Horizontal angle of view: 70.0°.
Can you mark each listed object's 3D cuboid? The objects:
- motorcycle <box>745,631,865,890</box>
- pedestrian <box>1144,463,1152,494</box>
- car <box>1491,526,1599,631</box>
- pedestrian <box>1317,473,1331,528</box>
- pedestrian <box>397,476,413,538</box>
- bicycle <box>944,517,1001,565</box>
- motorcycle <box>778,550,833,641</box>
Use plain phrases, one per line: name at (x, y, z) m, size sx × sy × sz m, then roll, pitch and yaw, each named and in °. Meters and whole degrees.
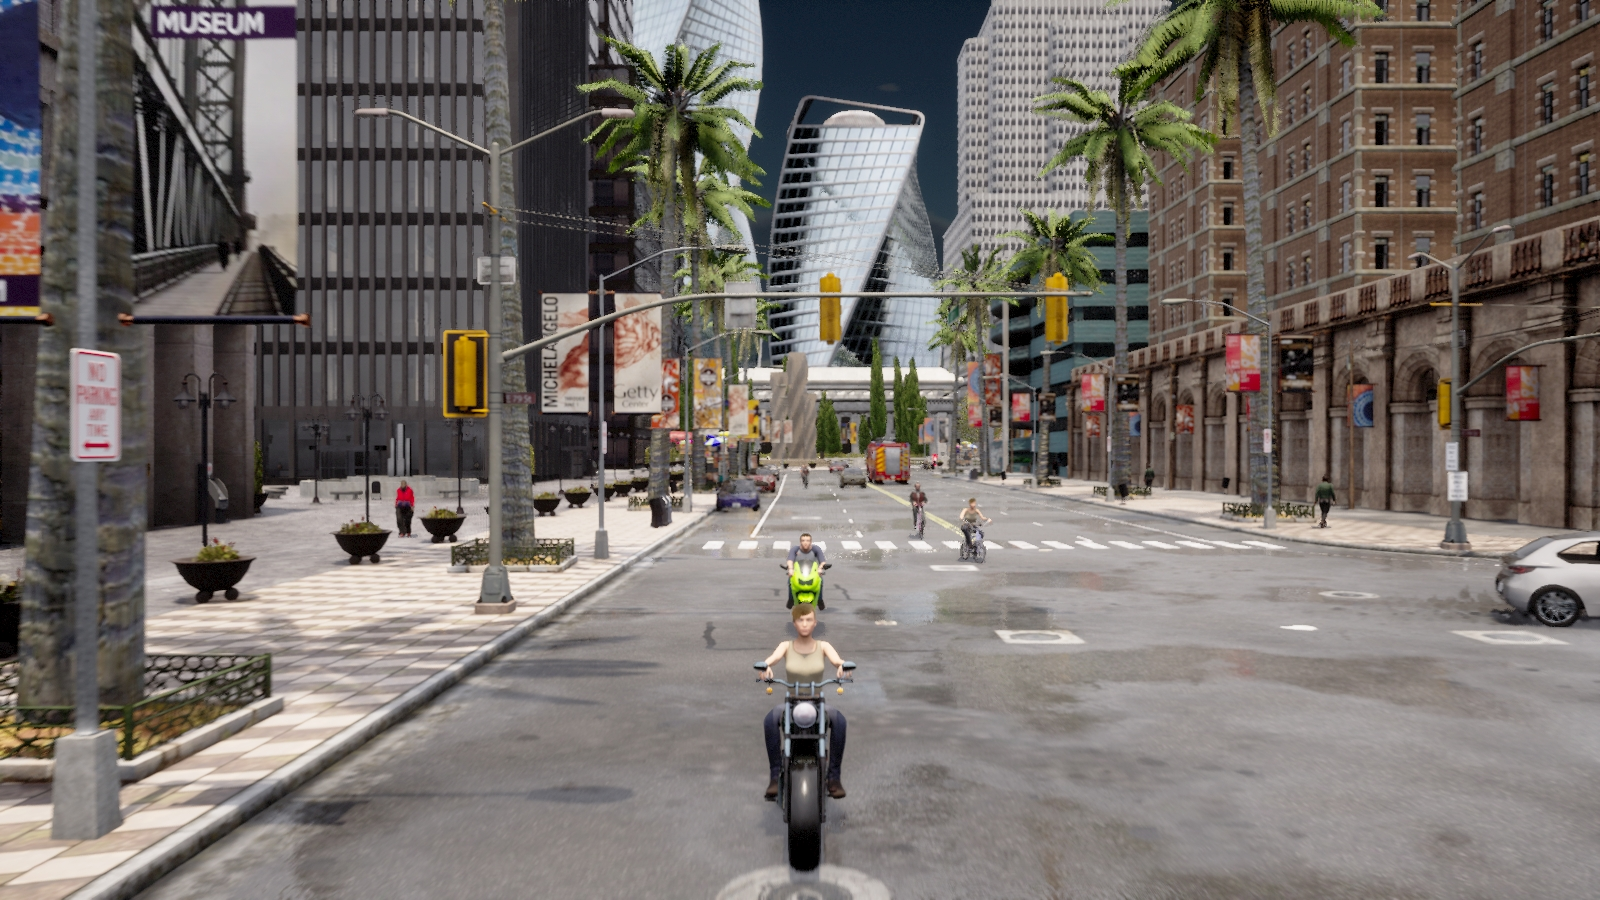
motorcycle at (0.038, 2.170, 8.485) m, size 0.764 × 1.277 × 2.356 m, roll 0°, pitch 0°, yaw 0°
pedestrian at (20.647, 1.699, 67.729) m, size 0.375 × 1.860 × 0.375 m, roll 0°, pitch 0°, yaw 0°
car at (13.535, 2.066, 18.158) m, size 4.193 × 1.474 × 1.816 m, roll 0°, pitch 0°, yaw 24°
pedestrian at (17.698, 1.698, 38.595) m, size 0.375 × 1.860 × 0.375 m, roll 0°, pitch 0°, yaw 36°
pedestrian at (-11.905, 1.705, 34.452) m, size 0.375 × 1.860 × 0.375 m, roll 0°, pitch 0°, yaw -3°
bicycle at (4.294, 2.257, 28.530) m, size 0.859 × 1.080 × 1.487 m, roll 2°, pitch 0°, yaw -13°
motorcycle at (0.093, 2.214, 17.674) m, size 0.803 × 1.145 × 2.033 m, roll 0°, pitch 0°, yaw 0°
